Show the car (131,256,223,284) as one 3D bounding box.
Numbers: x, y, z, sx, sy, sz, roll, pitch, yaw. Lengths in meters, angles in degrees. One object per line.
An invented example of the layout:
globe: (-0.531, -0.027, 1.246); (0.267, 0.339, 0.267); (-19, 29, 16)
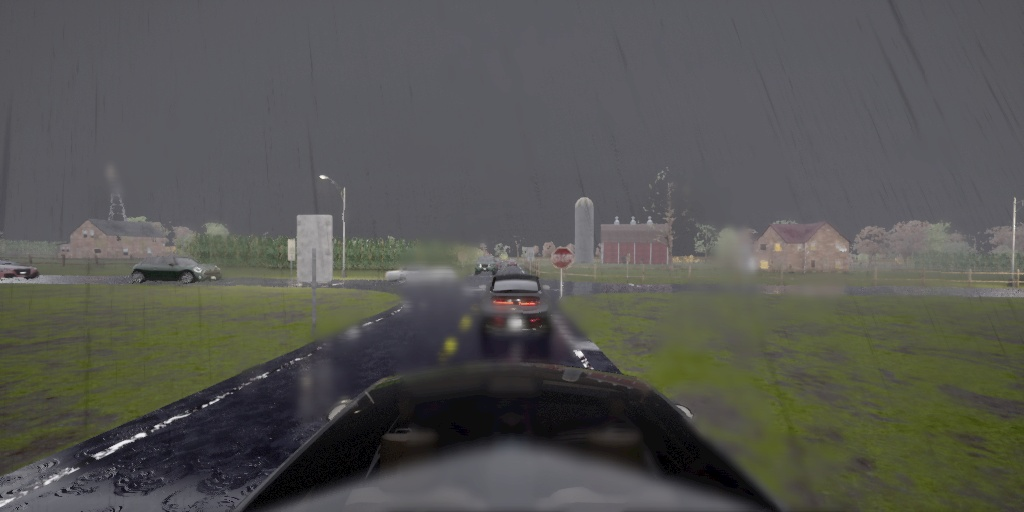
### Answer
car: (-21.331, 0.830, 22.982); (4.553, 1.767, 2.097); (1, 1, 0)

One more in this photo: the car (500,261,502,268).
car: (-2.802, 1.259, 50.320); (1.882, 1.535, 5.008); (0, 0, 0)

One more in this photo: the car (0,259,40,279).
car: (-33.274, 0.864, 22.954); (4.181, 1.385, 1.994); (1, 1, 0)

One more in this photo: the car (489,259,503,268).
car: (-2.760, 1.292, 62.240); (2.128, 1.511, 4.902); (0, 0, 0)

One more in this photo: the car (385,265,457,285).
car: (-6.226, 1.289, 24.670); (4.718, 1.301, 1.895); (1, 0, -22)

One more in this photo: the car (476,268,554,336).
car: (0.106, 1.255, 10.383); (1.837, 1.490, 4.892); (0, 0, 0)

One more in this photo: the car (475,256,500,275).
car: (-2.822, 0.990, 39.853); (2.150, 2.045, 5.566); (0, 0, 0)
